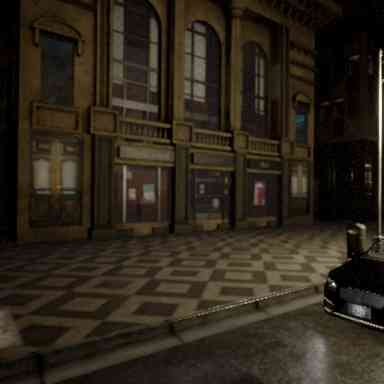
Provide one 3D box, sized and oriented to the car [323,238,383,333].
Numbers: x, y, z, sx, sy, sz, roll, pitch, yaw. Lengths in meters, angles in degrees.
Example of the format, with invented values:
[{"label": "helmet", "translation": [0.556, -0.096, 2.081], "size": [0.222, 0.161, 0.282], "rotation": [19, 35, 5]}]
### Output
[{"label": "car", "translation": [4.549, 1.583, 6.512], "size": [4.902, 1.511, 2.128], "rotation": [1, -1, -36]}]
